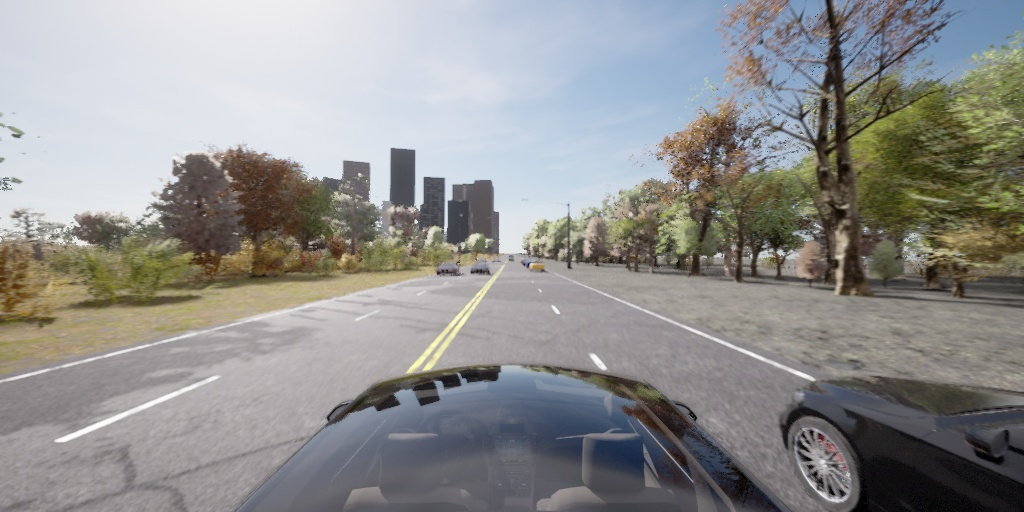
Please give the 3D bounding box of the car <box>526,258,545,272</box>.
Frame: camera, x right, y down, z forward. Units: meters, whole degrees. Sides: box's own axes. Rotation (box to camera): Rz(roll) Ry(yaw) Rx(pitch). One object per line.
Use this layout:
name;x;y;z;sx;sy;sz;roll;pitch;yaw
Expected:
car;3.239;1.210;46.747;1.801;1.575;5.366;0;0;0

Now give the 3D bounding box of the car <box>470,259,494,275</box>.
car;-3.341;1.325;38.624;1.994;1.385;4.181;0;0;0

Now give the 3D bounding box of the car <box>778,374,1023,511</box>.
car;3.350;1.273;1.310;1.812;1.442;4.674;0;0;0

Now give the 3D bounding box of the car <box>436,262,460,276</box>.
car;-6.586;1.326;37.219;1.994;1.385;4.181;0;0;0

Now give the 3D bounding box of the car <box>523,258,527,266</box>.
car;3.223;1.222;57.576;1.882;1.535;5.008;0;0;0
